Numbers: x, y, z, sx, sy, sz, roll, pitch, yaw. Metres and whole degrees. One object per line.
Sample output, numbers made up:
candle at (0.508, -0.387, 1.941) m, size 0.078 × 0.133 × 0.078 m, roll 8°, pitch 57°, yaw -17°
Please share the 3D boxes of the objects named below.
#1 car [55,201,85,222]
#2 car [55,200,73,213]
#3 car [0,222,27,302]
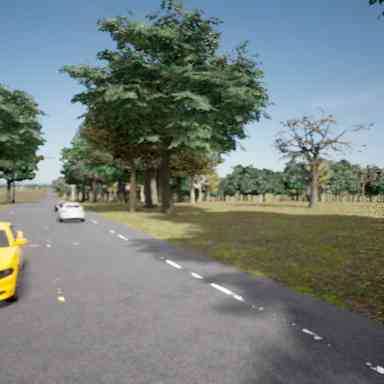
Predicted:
car at (-9.701, 1.584, 26.678) m, size 1.812 × 1.442 × 4.674 m, roll 1°, pitch 0°, yaw -24°
car at (-15.509, 1.678, 40.081) m, size 1.895 × 1.301 × 4.718 m, roll 1°, pitch 0°, yaw -23°
car at (-5.128, 1.481, 7.998) m, size 1.882 × 1.535 × 5.008 m, roll 1°, pitch 0°, yaw -25°
